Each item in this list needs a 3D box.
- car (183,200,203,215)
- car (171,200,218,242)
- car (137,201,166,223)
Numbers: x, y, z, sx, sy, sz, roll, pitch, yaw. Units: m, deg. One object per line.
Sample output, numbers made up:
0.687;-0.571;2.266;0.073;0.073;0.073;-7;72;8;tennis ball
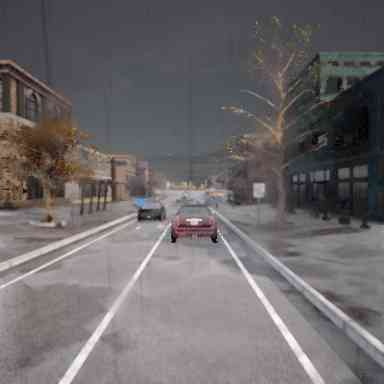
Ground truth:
0.104;1.570;35.452;2.033;1.411;5.357;0;0;0;car
0.101;1.360;16.579;2.097;1.767;4.553;0;0;0;car
-3.095;1.491;26.231;1.882;1.535;5.008;0;0;0;car
